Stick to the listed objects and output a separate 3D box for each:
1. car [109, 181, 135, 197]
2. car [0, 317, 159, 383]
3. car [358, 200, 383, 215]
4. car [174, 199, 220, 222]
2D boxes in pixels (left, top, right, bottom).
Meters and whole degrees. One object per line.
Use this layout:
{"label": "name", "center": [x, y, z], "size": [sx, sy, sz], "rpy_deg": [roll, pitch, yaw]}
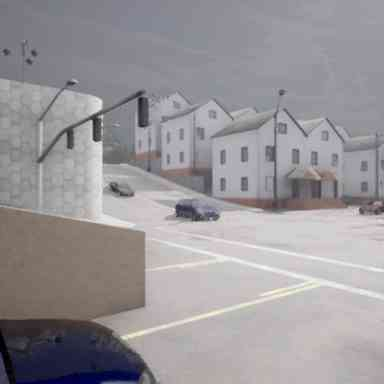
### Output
{"label": "car", "center": [-8.566, -0.420, 40.460], "size": [1.837, 1.490, 4.892], "rpy_deg": [0, 13, -34]}
{"label": "car", "center": [-2.242, 1.562, 2.180], "size": [4.181, 1.385, 1.994], "rpy_deg": [0, 0, -35]}
{"label": "car", "center": [19.356, 1.607, 34.735], "size": [4.674, 1.442, 1.812], "rpy_deg": [0, 0, -35]}
{"label": "car", "center": [0.358, 1.373, 27.018], "size": [2.097, 1.767, 4.553], "rpy_deg": [0, 1, -30]}
